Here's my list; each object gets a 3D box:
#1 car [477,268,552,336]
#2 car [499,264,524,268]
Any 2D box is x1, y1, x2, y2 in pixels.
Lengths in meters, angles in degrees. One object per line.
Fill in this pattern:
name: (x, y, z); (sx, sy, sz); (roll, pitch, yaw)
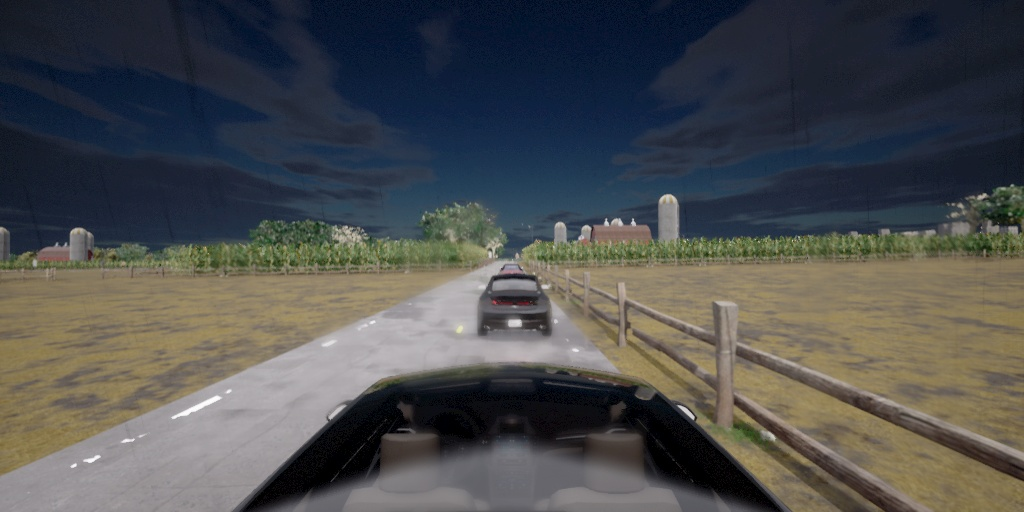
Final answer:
car: (0.058, 1.250, 10.366); (1.837, 1.490, 4.892); (0, 0, 0)
car: (-0.028, 1.286, 27.264); (1.994, 1.385, 4.181); (0, 0, 0)
